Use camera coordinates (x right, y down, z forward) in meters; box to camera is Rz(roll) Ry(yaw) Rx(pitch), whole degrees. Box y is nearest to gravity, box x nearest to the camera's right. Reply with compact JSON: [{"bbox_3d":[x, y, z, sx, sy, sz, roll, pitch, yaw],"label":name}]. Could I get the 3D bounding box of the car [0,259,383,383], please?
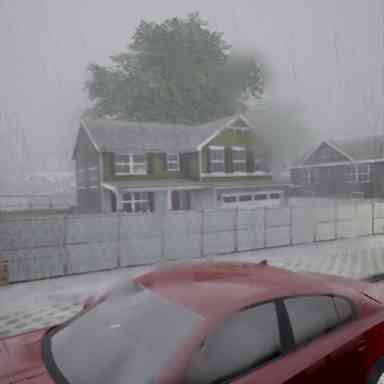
[{"bbox_3d":[0.057,1.469,2.976,5.008,1.535,1.882,0,0,-34],"label":"car"}]
